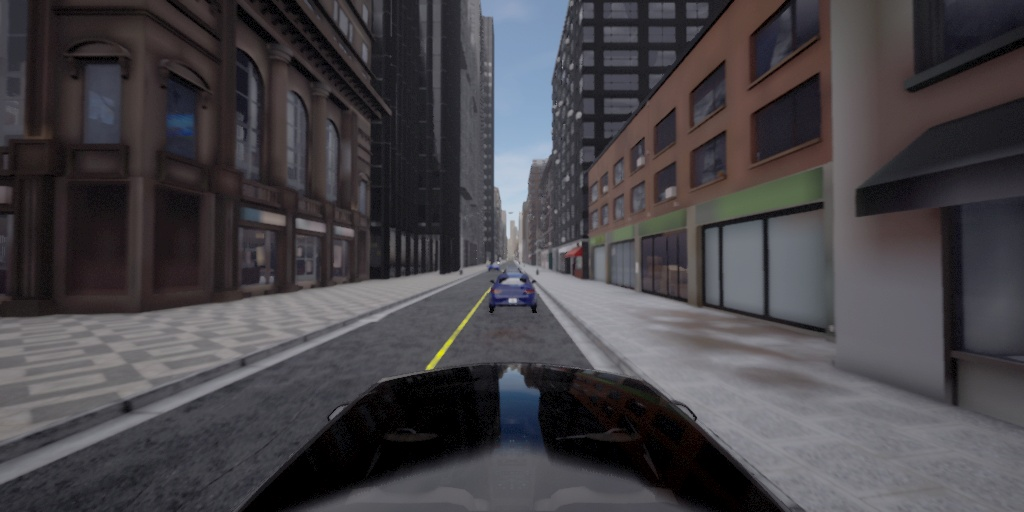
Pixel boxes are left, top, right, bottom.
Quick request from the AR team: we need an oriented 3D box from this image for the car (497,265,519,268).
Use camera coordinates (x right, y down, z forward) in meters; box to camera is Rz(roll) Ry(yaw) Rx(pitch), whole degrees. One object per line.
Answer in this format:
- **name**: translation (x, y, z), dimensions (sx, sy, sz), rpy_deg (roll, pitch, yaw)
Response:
- **car**: translation (0.041, 1.605, 29.407), dimensions (1.994, 1.385, 4.181), rpy_deg (0, 0, 0)

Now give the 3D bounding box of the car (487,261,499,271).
- **car**: translation (-3.061, 1.851, 60.587), dimensions (1.882, 1.535, 5.008), rpy_deg (0, 0, 1)

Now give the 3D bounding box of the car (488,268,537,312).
- **car**: translation (0.048, 1.413, 14.877), dimensions (1.812, 1.442, 4.674), rpy_deg (0, 0, 0)
